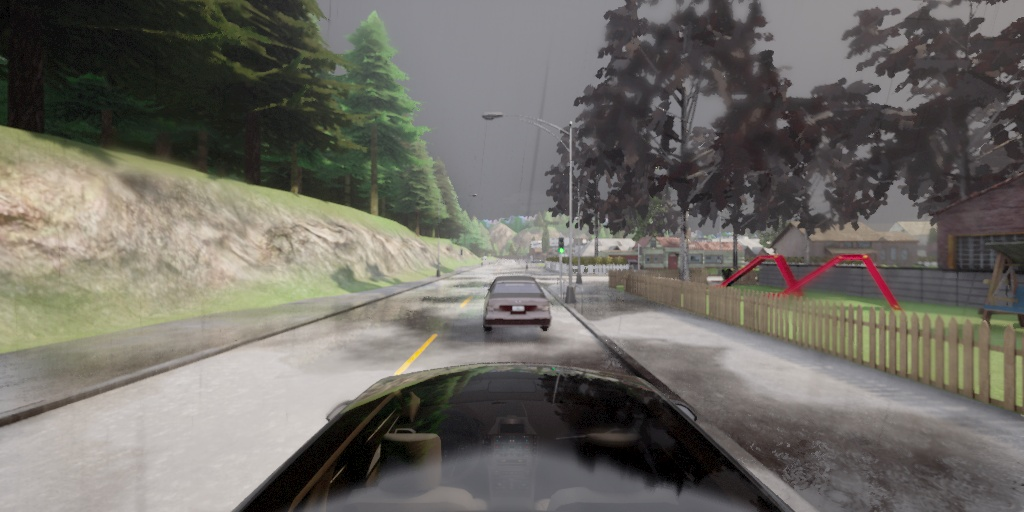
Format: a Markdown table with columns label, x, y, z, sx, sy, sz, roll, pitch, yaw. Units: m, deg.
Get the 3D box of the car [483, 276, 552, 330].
| label | x | y | z | sx | sy | sz | roll | pitch | yaw |
| --- | --- | --- | --- | --- | --- | --- | --- | --- | --- |
| car | 0.087 | 1.322 | 11.205 | 2.033 | 1.411 | 5.357 | 0 | 0 | -1 |
